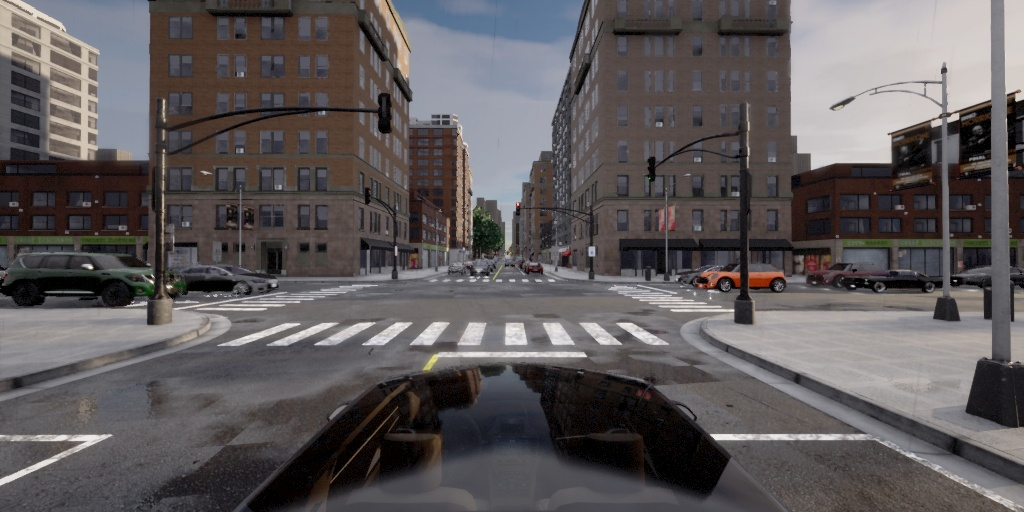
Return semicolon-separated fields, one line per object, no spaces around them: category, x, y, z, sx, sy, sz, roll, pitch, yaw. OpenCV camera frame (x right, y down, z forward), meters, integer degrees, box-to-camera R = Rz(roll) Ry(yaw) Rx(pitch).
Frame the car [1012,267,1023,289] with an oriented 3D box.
car;33.363;1.482;21.322;4.181;1.385;1.994;0;0;-1

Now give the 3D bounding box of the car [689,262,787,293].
car;13.392;1.181;21.170;4.553;1.767;2.097;0;0;0

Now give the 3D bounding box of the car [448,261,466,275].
car;-6.062;1.329;39.854;2.007;1.370;4.403;0;0;-1

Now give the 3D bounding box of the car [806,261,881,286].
car;22.886;1.249;24.493;4.553;1.767;2.097;0;0;-1

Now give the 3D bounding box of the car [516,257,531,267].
car;2.275;1.128;56.467;2.192;1.841;5.009;0;0;-1

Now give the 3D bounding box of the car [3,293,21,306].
car;-5.855;1.190;1.494;1.967;1.591;4.097;0;0;0

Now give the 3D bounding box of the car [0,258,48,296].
car;-26.193;0.985;17.414;4.553;1.767;2.097;0;0;0

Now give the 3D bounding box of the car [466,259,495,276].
car;-3.266;1.268;37.599;2.128;1.511;4.902;0;0;0

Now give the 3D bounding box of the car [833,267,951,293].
car;22.378;1.469;21.238;4.718;1.301;1.895;0;0;-1

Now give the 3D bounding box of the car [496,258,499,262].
car;-3.485;1.322;57.784;1.837;1.490;4.892;0;0;0

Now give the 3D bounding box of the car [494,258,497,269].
car;-3.374;1.340;47.403;2.033;1.411;5.357;0;0;-1

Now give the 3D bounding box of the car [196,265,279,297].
car;-14.244;1.174;17.631;4.902;1.511;2.128;0;0;-3

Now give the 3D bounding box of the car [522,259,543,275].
car;2.463;1.324;39.947;1.888;1.381;4.507;0;0;-1

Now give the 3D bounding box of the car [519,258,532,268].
car;2.335;1.325;51.131;1.751;1.417;4.829;0;0;-1

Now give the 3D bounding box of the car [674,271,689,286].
car;13.692;1.347;24.438;4.902;1.511;2.128;0;0;0

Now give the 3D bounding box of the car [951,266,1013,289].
car;32.767;1.445;24.562;4.892;1.490;1.837;0;0;0

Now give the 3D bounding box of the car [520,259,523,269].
car;2.400;1.354;45.454;1.948;1.339;4.313;0;0;-1

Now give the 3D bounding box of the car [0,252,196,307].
car;-16.378;0.871;14.236;5.566;2.045;2.150;0;0;0
